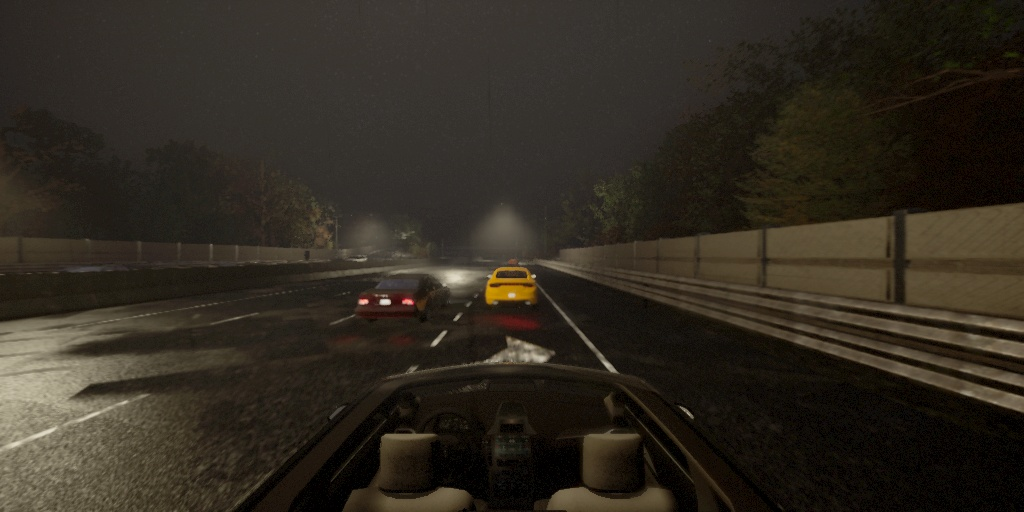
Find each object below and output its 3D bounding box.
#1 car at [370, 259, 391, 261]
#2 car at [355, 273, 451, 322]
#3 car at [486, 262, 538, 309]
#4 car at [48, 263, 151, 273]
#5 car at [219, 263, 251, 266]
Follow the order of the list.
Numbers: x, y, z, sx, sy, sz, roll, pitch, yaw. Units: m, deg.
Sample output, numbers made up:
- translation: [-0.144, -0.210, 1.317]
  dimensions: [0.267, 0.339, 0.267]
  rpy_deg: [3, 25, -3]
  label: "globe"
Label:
- translation: [-21.028, 1.195, 59.243]
  dimensions: [2.128, 1.511, 4.902]
  rpy_deg: [0, 0, 0]
  label: "car"
- translation: [-3.405, 1.277, 12.149]
  dimensions: [2.033, 1.411, 5.357]
  rpy_deg: [0, 0, 0]
  label: "car"
- translation: [-0.006, 1.204, 14.922]
  dimensions: [1.882, 1.535, 5.008]
  rpy_deg: [0, 0, 0]
  label: "car"
- translation: [-24.604, 1.260, 21.550]
  dimensions: [2.033, 1.411, 5.357]
  rpy_deg: [0, 0, 0]
  label: "car"
- translation: [-21.103, 1.256, 27.199]
  dimensions: [2.033, 1.411, 5.357]
  rpy_deg: [0, 0, 0]
  label: "car"
